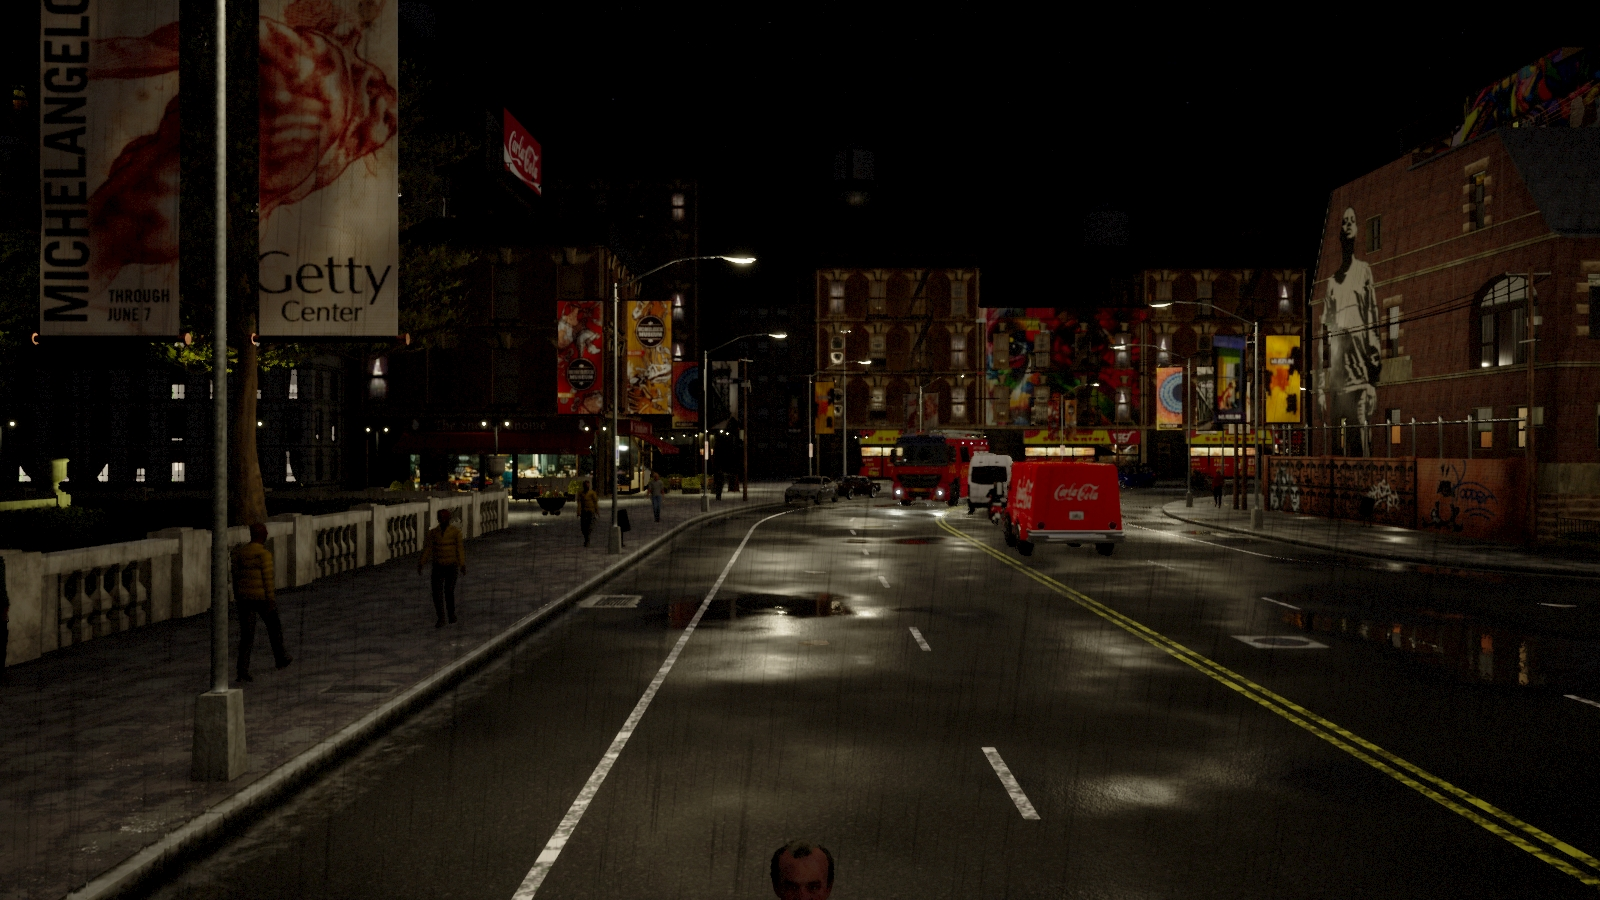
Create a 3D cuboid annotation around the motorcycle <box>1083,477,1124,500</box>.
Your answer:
[{"bbox_3d":[17.406,2.205,65.576,2.209,1.251,0.867,0,0,9],"label":"motorcycle"}]

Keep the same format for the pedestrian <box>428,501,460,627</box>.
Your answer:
[{"bbox_3d":[-5.329,1.696,17.122,0.375,1.860,0.375,0,0,-3],"label":"pedestrian"}]

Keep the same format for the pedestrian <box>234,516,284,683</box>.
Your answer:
[{"bbox_3d":[-6.182,1.697,13.069,0.375,1.860,0.375,0,0,7],"label":"pedestrian"}]

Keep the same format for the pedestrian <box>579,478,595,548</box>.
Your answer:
[{"bbox_3d":[-5.753,1.696,30.842,0.375,1.860,0.375,0,0,-2],"label":"pedestrian"}]

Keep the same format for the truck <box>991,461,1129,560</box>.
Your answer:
[{"bbox_3d":[7.051,1.567,31.634,2.627,2.467,5.204,0,0,0],"label":"truck"}]

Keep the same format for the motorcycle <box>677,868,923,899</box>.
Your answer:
[{"bbox_3d":[-0.002,2.182,3.374,0.856,1.236,1.805,0,0,0],"label":"motorcycle"}]

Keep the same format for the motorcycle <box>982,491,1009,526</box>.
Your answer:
[{"bbox_3d":[7.334,2.182,42.935,0.856,1.236,1.805,1,0,5],"label":"motorcycle"}]

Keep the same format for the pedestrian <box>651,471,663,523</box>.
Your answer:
[{"bbox_3d":[-5.170,1.696,41.331,0.375,1.860,0.375,0,0,-1],"label":"pedestrian"}]
